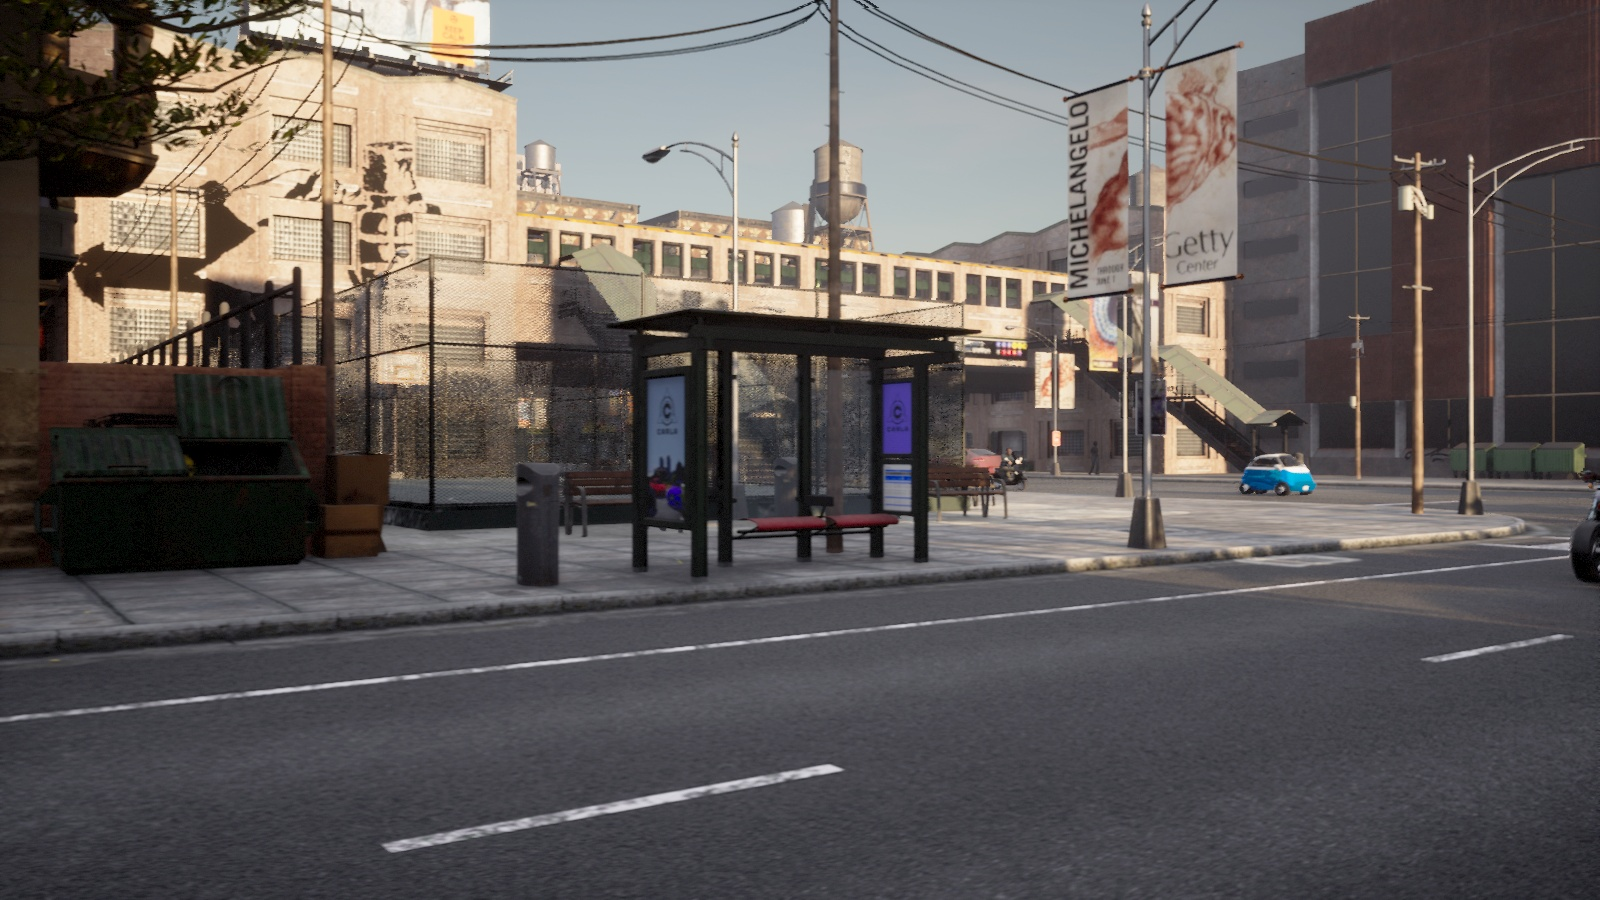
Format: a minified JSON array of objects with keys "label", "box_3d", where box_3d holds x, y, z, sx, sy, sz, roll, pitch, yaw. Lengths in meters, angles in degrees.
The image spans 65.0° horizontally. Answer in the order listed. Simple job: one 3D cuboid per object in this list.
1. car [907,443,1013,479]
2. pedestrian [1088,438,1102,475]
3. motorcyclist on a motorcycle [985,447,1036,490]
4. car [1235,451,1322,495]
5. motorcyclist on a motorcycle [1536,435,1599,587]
[{"label":"car","box_3d":[7.524,0.510,59.569,2.152,1.651,5.027,0,0,-34]},{"label":"pedestrian","box_3d":[15.869,0.349,67.566,0.402,1.930,0.666,0,0,-23]},{"label":"motorcyclist on a motorcycle","box_3d":[7.818,0.678,46.728,0.866,1.590,1.817,0,0,-34]},{"label":"car","box_3d":[15.732,0.737,41.348,1.481,1.376,2.207,0,0,-34]},{"label":"motorcyclist on a motorcycle","box_3d":[9.480,0.654,14.511,2.350,1.649,0.766,0,0,-35]}]
